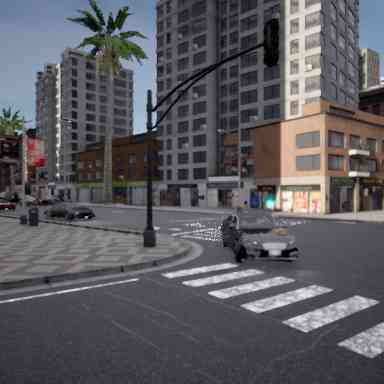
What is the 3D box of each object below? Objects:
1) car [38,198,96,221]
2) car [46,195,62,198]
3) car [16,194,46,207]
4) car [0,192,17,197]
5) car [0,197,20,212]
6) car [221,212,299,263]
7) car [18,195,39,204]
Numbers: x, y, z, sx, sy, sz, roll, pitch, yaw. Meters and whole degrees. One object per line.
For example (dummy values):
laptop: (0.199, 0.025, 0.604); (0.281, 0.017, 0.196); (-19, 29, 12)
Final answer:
car: (-9.909, 1.494, 26.689); (5.357, 1.411, 2.033); (0, 0, 41)
car: (-21.207, 1.180, 50.404); (4.553, 1.767, 2.097); (0, 0, 45)
car: (-23.198, 1.359, 47.805); (4.674, 1.442, 1.812); (0, 0, 45)
car: (-30.291, 0.990, 54.724); (2.150, 2.045, 5.566); (0, 0, -44)
car: (-21.137, 1.487, 36.707); (4.718, 1.301, 1.895); (0, 0, 43)
car: (2.245, 1.503, 12.071); (2.128, 1.511, 4.902); (1, 0, -4)
car: (-28.251, 1.267, 57.286); (1.837, 1.490, 4.892); (0, 0, -44)
